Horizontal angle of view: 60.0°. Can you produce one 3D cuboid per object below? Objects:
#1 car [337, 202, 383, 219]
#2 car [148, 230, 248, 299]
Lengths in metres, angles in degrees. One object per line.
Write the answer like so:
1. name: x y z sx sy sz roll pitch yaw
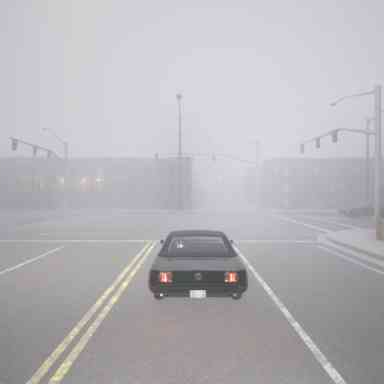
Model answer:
1. car: 15.588 1.543 28.802 5.357 1.411 2.033 0 0 0
2. car: 0.117 1.600 8.370 1.895 1.301 4.718 0 0 0
